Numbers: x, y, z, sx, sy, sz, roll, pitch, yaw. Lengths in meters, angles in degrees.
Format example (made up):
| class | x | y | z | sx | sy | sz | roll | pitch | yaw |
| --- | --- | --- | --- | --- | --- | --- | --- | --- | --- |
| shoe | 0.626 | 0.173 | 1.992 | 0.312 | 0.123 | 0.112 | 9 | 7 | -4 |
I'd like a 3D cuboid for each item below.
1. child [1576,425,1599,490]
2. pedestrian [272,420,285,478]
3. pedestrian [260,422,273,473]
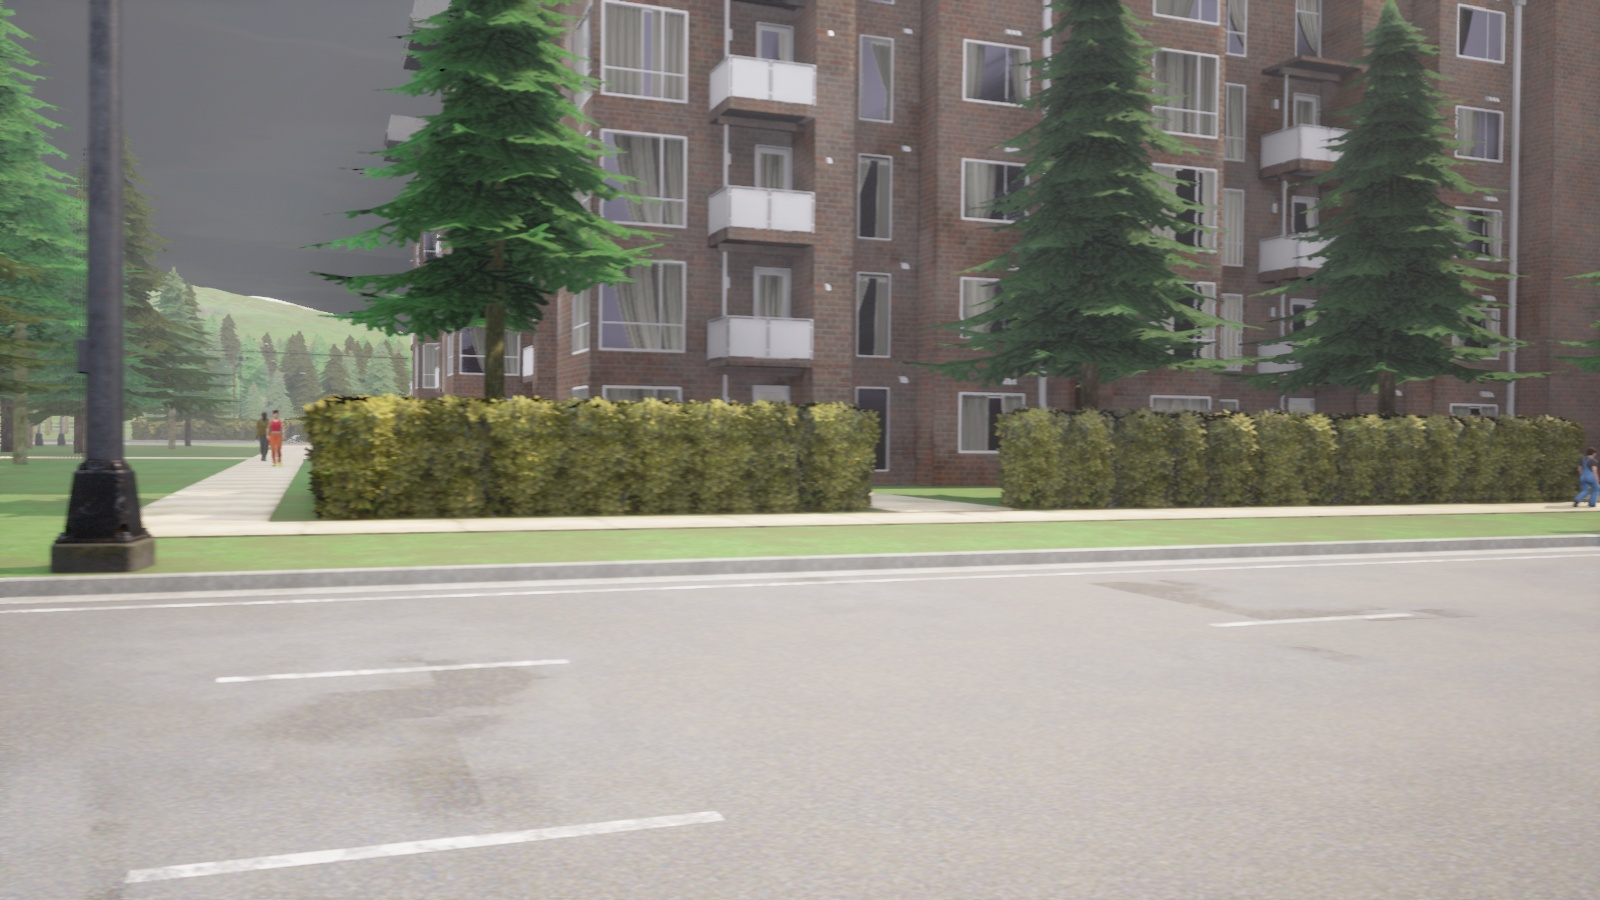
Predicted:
| class | x | y | z | sx | sy | sz | roll | pitch | yaw |
| --- | --- | --- | --- | --- | --- | --- | --- | --- | --- |
| child | 15.532 | 0.138 | 24.662 | 0.437 | 1.263 | 0.270 | -1 | 1 | -21 |
| pedestrian | -16.596 | -0.044 | 39.959 | 0.345 | 1.836 | 0.594 | -1 | 1 | -21 |
| pedestrian | -19.221 | -0.102 | 45.252 | 0.370 | 1.835 | 0.726 | -1 | 1 | -21 |
